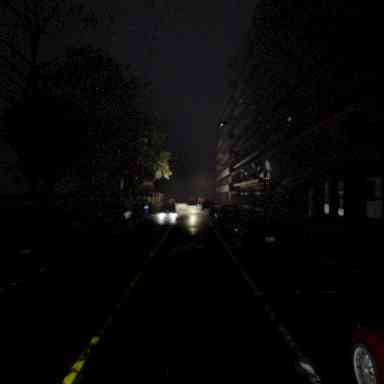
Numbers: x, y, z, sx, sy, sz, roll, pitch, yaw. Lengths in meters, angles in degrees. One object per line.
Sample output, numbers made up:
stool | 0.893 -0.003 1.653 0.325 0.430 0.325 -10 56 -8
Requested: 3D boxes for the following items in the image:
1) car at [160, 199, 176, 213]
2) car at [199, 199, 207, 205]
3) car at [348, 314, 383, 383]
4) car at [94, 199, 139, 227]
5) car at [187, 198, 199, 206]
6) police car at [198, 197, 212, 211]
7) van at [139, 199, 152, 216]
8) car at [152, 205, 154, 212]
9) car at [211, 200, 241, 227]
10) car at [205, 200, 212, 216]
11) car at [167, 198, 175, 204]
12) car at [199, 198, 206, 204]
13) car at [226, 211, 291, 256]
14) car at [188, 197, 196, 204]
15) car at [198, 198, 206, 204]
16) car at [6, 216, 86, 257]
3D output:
car | -3.086 2.005 43.568 1.895 1.301 4.718 0 -1 0
car | 2.700 2.333 81.076 1.887 1.381 4.507 0 -1 0
car | 2.691 1.603 2.255 1.802 1.307 4.206 0 -1 0
car | -5.686 1.539 24.778 2.192 1.841 5.009 0 -1 0
car | 0.009 2.112 68.252 1.882 1.535 5.008 0 -1 0
police car | 2.373 1.891 49.798 1.930 1.638 5.238 0 -1 0
van | -5.685 1.672 36.037 1.690 1.788 3.998 0 -1 0
car | -5.685 1.968 41.666 1.802 1.307 4.206 0 -1 0
car | 2.694 1.664 24.776 1.967 1.590 4.097 0 -1 0
car | 2.695 1.858 36.205 1.752 1.417 4.829 0 -1 0
car | -5.679 2.351 92.336 1.967 1.590 4.097 0 -1 0
car | 2.701 2.394 86.706 1.887 1.381 4.507 0 -1 0
car | 2.692 1.686 13.516 1.947 1.339 4.313 0 -1 0
car | 0.012 2.166 85.998 1.882 1.535 5.008 0 -1 0
car | 2.701 2.351 92.336 1.967 1.590 4.097 0 -1 0
car | -5.688 1.686 13.516 1.947 1.339 4.313 0 -1 0
